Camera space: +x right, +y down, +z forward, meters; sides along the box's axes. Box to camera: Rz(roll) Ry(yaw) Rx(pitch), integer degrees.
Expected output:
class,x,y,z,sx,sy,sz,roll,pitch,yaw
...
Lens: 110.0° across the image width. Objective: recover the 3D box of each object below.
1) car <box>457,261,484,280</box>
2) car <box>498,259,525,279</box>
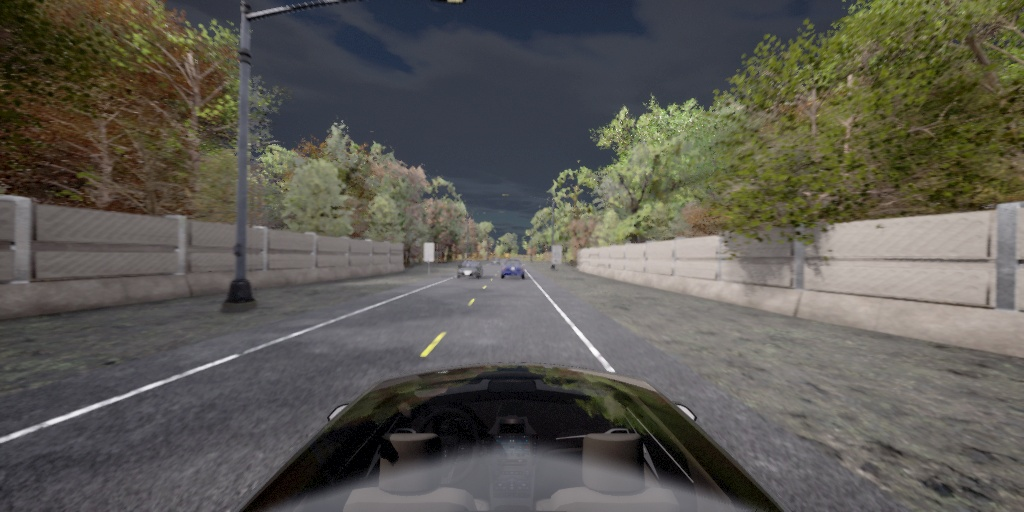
class,x,y,z,sx,sy,sz,roll,pitch,yaw
car,-3.484,1.155,30.615,2.128,1.511,4.902,3,0,0
car,0.089,1.101,32.647,2.097,1.767,4.553,1,0,0
